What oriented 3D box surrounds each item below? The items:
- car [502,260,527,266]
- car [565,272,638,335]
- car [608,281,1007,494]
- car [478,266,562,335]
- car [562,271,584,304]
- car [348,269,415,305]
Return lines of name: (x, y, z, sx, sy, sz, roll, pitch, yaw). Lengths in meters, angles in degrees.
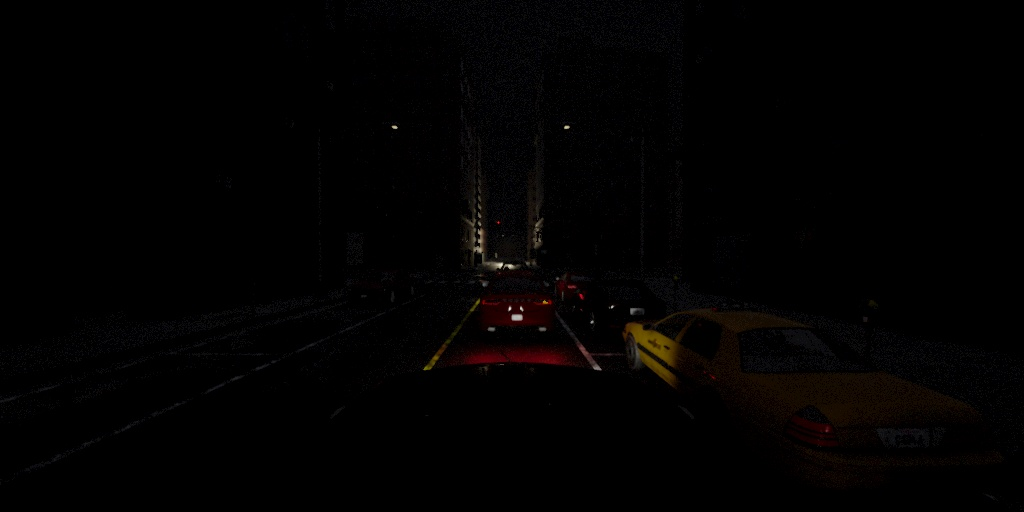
car: (0.145, 1.085, 20.817, 2.097, 1.767, 4.553, 0, 0, 0)
car: (2.895, 1.308, 10.305, 1.948, 1.339, 4.313, 0, 0, 0)
car: (2.880, 1.273, 4.889, 1.751, 1.417, 4.829, 0, 0, 0)
car: (0.118, 1.220, 10.487, 1.882, 1.535, 5.008, 0, 0, 0)
car: (2.910, 1.320, 15.891, 1.802, 1.307, 4.207, 0, 0, 0)
car: (-5.636, 1.283, 15.911, 1.888, 1.381, 4.507, 0, 0, 0)
